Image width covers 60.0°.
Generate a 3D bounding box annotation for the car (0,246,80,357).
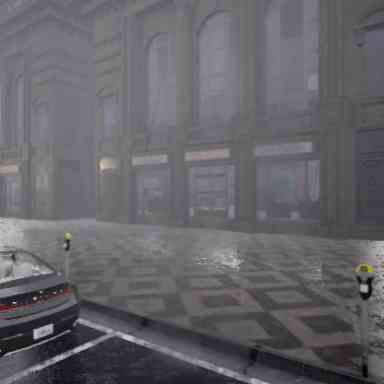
[{"bbox_3d":[-3.710,1.600,5.608,4.403,1.369,2.008,-1,0,35],"label":"car"}]
